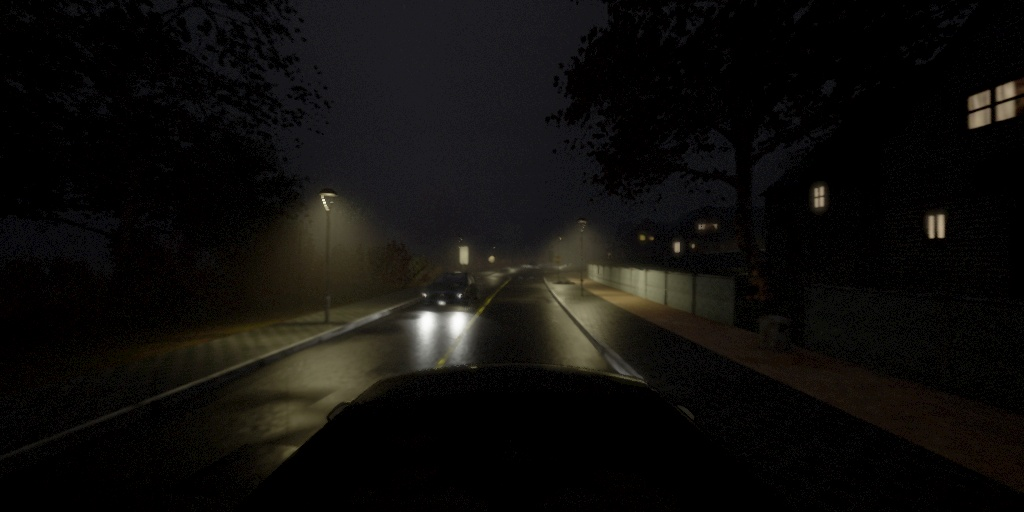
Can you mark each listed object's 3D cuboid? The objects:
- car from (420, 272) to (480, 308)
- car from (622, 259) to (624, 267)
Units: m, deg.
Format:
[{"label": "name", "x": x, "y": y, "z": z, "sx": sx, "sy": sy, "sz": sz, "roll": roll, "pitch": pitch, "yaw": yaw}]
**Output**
[{"label": "car", "x": -2.587, "y": 1.434, "z": 16.322, "sx": 2.033, "sy": 1.411, "sz": 5.357, "roll": 0, "pitch": 0, "yaw": 2}, {"label": "car", "x": 13.636, "y": 0.956, "z": 41.747, "sx": 4.181, "sy": 1.385, "sz": 1.994, "roll": -3, "pitch": -1, "yaw": 9}]
